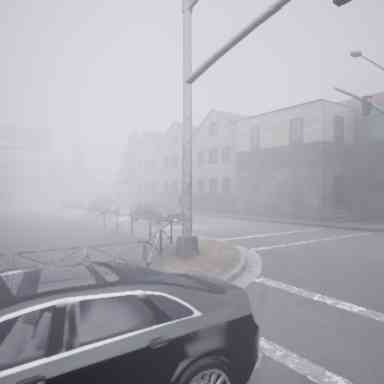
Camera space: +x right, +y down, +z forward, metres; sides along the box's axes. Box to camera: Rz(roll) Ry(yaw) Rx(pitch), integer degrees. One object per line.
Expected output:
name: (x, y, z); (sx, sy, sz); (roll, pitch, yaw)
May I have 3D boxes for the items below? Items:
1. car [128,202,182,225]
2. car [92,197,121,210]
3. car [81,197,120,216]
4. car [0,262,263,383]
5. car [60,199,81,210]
car: (-2.549, 1.371, 22.874); (2.033, 1.411, 5.357); (0, 0, -35)
car: (-10.476, 1.328, 40.454); (1.837, 1.490, 4.892); (0, 0, -35)
car: (-8.291, 1.315, 30.995); (2.128, 1.511, 4.902); (0, 0, -35)
car: (-1.534, 1.492, 2.895); (4.902, 1.511, 2.128); (0, 0, -35)
car: (-14.109, 1.424, 39.269); (1.895, 1.301, 4.718); (0, 0, -35)
